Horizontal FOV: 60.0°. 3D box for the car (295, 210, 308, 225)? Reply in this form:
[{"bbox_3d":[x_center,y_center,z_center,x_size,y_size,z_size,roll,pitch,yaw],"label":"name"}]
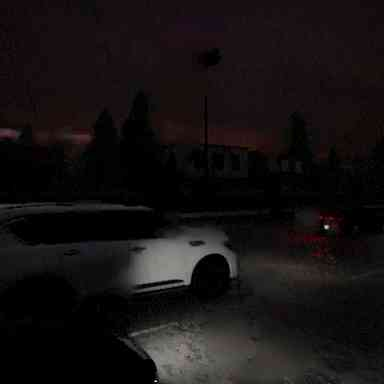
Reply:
[{"bbox_3d":[9.199,1.593,22.501,4.718,1.301,1.895,0,0,-34],"label":"car"}]

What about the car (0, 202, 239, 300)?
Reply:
[{"bbox_3d":[-1.621,1.221,6.760,5.566,2.045,2.150,0,0,-34],"label":"car"}]

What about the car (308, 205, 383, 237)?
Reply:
[{"bbox_3d":[8.726,1.497,17.959,4.892,1.490,1.837,0,0,-34],"label":"car"}]

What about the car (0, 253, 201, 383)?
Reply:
[{"bbox_3d":[-2.496,1.504,1.949,4.892,1.490,1.837,0,0,-34],"label":"car"}]

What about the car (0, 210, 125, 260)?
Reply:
[{"bbox_3d":[-5.143,1.524,12.829,4.674,1.442,1.812,0,0,-34],"label":"car"}]
